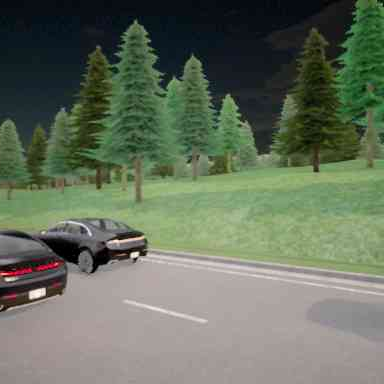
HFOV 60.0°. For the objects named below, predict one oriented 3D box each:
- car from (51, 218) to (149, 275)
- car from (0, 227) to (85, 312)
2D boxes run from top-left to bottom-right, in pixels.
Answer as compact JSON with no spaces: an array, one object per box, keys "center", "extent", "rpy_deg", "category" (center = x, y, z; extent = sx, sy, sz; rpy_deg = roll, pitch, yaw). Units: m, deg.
[{"center":[-3.599,1.596,10.869],"extent":[4.902,1.511,2.128],"rpy_deg":[-1,0,36],"category":"car"},{"center":[-4.748,1.597,7.390],"extent":[4.892,1.490,1.837],"rpy_deg":[-1,0,36],"category":"car"}]
